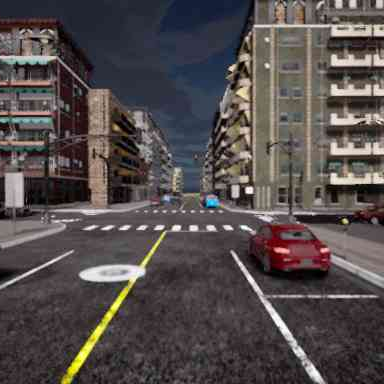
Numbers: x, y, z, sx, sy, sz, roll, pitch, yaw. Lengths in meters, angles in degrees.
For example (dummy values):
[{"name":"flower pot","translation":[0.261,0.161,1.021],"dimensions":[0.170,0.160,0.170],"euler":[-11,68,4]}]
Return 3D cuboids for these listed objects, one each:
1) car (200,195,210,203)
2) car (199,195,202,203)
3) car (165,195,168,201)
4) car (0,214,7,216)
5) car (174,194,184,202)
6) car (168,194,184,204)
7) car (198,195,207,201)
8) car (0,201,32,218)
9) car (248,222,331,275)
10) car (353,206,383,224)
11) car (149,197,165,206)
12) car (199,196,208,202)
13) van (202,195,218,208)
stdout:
[{"name":"car","translation":[2.673,1.500,70.137],"dimensions":[1.967,1.590,4.097],"euler":[-1,0,0]},{"name":"car","translation":[2.715,1.337,53.575],"dimensions":[2.192,1.841,5.009],"euler":[-1,0,0]},{"name":"car","translation":[-5.849,1.598,59.146],"dimensions":[1.947,1.339,4.313],"euler":[-1,0,0]},{"name":"car","translation":[-5.740,1.434,6.394],"dimensions":[1.967,1.590,4.097],"euler":[0,0,0]},{"name":"car","translation":[-3.008,1.326,78.847],"dimensions":[2.097,1.767,4.553],"euler":[0,0,0]},{"name":"car","translation":[-3.024,1.603,62.759],"dimensions":[1.994,1.385,4.181],"euler":[0,0,0]},{"name":"car","translation":[2.719,1.550,86.701],"dimensions":[1.967,1.590,4.097],"euler":[-1,0,0]},{"name":"car","translation":[-16.519,1.424,28.038],"dimensions":[5.357,1.411,2.033],"euler":[1,0,0]},{"name":"car","translation":[2.791,1.575,10.177],"dimensions":[1.802,1.307,4.206],"euler":[0,0,0]},{"name":"car","translation":[14.716,1.742,25.304],"dimensions":[4.507,1.381,1.887],"euler":[1,0,0]},{"name":"car","translation":[-5.848,1.604,53.624],"dimensions":[1.802,1.307,4.206],"euler":[-1,0,0]},{"name":"car","translation":[2.673,1.621,75.658],"dimensions":[1.887,1.381,4.507],"euler":[-1,0,0]},{"name":"van","translation":[2.805,1.355,48.078],"dimensions":[1.690,1.788,3.998],"euler":[-1,0,0]}]
